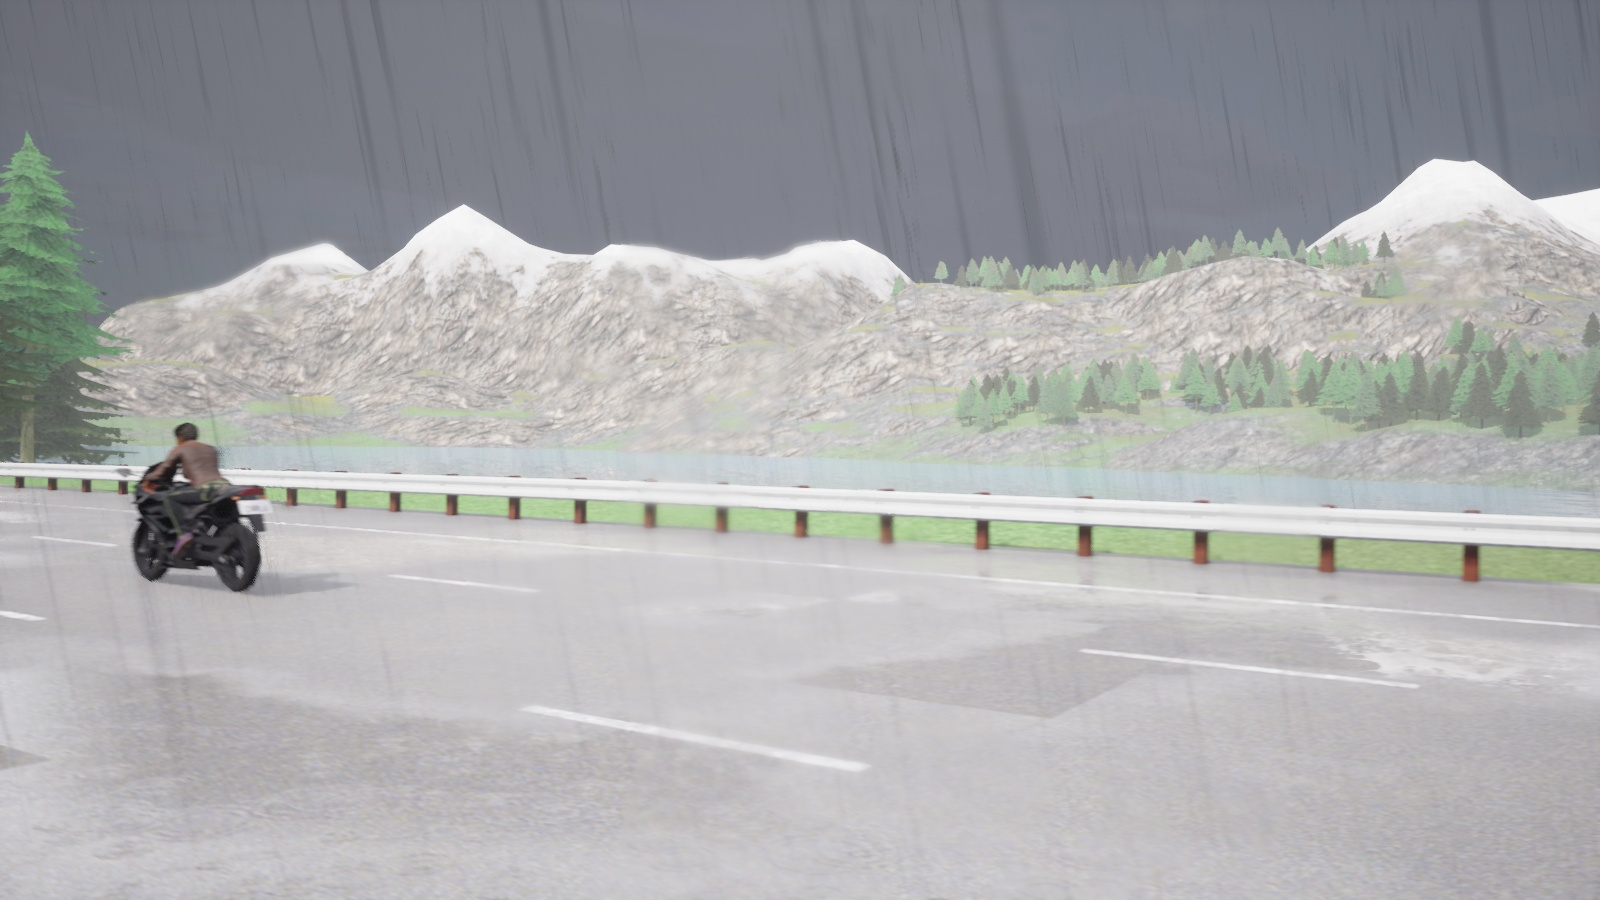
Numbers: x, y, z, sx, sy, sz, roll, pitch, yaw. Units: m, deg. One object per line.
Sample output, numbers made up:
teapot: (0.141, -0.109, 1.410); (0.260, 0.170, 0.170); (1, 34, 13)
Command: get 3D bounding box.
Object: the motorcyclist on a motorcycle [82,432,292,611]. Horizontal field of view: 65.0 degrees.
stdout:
motorcyclist on a motorcycle: (-5.678, 0.606, 11.598); (2.044, 1.523, 0.797); (0, 1, 34)
